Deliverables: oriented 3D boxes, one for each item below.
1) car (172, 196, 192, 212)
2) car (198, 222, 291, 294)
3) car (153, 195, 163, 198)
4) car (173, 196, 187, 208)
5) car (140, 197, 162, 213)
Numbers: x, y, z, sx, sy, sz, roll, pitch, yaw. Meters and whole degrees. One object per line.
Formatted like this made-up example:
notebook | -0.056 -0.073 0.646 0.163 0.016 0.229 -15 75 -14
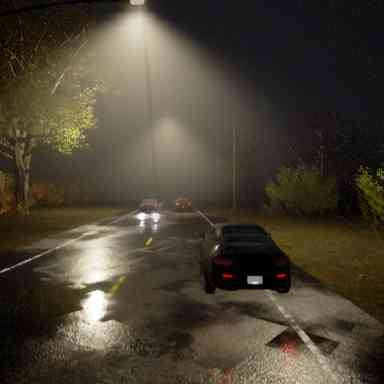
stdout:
car | -1.031 1.440 37.513 1.812 1.442 4.674 0 0 -3
car | 1.174 1.514 8.653 1.812 1.442 4.674 0 0 -1
car | -6.890 1.313 65.347 1.837 1.490 4.892 0 0 -6
car | -1.725 1.386 47.694 1.837 1.490 4.892 0 0 -4
car | -4.672 1.519 36.822 1.895 1.301 4.718 0 0 -3
